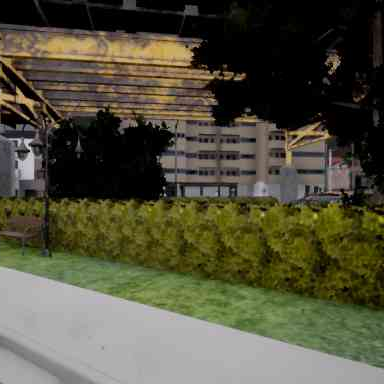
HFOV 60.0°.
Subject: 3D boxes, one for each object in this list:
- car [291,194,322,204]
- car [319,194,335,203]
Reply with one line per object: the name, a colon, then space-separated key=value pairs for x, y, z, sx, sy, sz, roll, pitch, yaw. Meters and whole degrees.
car: x=12.743 y=1.223 z=34.576 sx=5.566 sy=2.045 sz=2.150 roll=0 pitch=0 yaw=-9
car: x=14.840 y=1.352 z=31.216 sx=4.553 sy=1.767 sz=2.097 roll=0 pitch=0 yaw=-9
